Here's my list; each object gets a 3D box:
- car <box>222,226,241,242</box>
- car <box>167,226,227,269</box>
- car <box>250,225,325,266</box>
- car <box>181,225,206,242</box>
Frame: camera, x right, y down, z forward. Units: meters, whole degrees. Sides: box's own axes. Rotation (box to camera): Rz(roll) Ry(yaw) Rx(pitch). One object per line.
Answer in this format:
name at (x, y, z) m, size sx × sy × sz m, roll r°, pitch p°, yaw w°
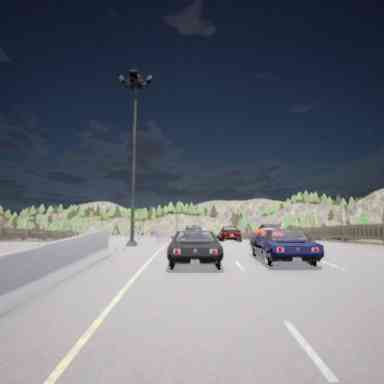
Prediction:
car at (3.622, 4.114, 32.559) m, size 1.882 × 1.535 × 5.008 m, roll 0°, pitch -8°, yaw 0°
car at (0.108, 2.135, 13.098) m, size 1.895 × 1.301 × 4.718 m, roll 0°, pitch -4°, yaw 0°
car at (3.608, 2.171, 13.609) m, size 1.895 × 1.301 × 4.718 m, roll 0°, pitch -4°, yaw 0°
car at (0.122, 3.985, 31.519) m, size 2.128 × 1.511 × 4.902 m, roll 0°, pitch -8°, yaw 0°
